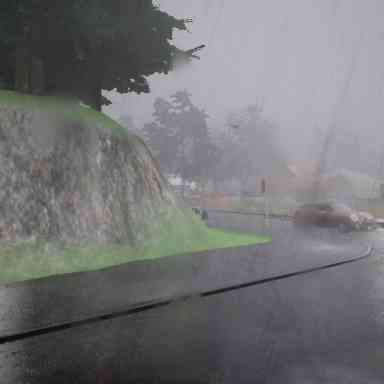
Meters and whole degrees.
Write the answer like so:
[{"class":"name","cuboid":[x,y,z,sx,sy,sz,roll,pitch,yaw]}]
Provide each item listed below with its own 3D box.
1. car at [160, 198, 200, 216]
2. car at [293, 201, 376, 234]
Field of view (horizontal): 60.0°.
[{"class":"car","cuboid":[-0.988,1.564,32.818,1.994,1.385,4.181,0,0,-35]},{"class":"car","cuboid":[8.270,1.351,19.598,2.097,1.767,4.553,0,0,-32]}]
